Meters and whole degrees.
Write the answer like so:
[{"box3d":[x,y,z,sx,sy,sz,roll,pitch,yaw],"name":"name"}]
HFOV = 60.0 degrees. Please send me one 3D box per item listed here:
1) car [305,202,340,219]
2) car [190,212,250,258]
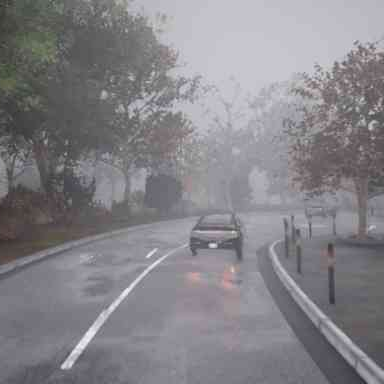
[{"box3d":[12.228,1.682,31.086,2.128,1.511,4.902,-1,-1,41],"name":"car"},{"box3d":[1.200,1.548,13.218,2.128,1.511,4.902,0,0,12],"name":"car"}]
